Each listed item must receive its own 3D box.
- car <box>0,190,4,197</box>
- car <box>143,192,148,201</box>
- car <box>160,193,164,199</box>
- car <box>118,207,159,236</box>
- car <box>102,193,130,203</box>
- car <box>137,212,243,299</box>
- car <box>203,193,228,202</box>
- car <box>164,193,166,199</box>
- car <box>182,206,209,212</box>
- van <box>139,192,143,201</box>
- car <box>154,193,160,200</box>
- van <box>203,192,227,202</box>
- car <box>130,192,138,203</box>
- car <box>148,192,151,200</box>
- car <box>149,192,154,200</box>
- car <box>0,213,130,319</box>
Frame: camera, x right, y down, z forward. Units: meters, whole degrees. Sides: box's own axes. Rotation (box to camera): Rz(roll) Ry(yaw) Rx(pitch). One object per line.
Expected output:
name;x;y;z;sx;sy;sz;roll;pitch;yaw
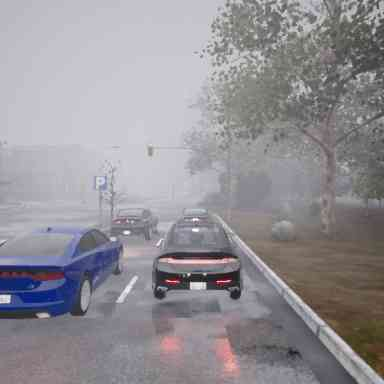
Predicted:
car;-31.141;0.137;52.659;2.002;1.452;4.674;6;-3;-19
car;-12.979;1.321;73.738;4.892;1.521;2.231;-1;0;-14
car;-10.962;1.065;88.722;5.566;2.045;2.435;-1;0;-12
car;-2.829;1.530;16.991;1.837;1.490;4.892;0;0;1
car;-14.416;1.358;61.783;4.792;1.488;2.163;-1;0;-15
car;0.115;1.503;8.494;2.128;1.511;4.902;0;0;0
car;4.698;1.141;67.339;4.553;1.767;2.185;1;0;-14
car;-10.539;1.316;91.701;5.008;1.535;2.097;-1;0;-12
car;0.180;1.530;17.906;1.837;1.490;4.892;0;0;0
van;-13.208;1.093;70.767;4.442;1.987;1.878;-1;0;-14
car;-11.413;1.357;85.716;4.674;1.452;2.002;-1;0;-12
van;4.313;1.042;64.369;4.442;1.987;1.878;1;0;-14
car;-13.770;1.315;64.775;5.366;1.575;1.946;-1;0;-15
car;-12.605;1.359;76.733;4.674;1.452;2.002;-1;0;-13
car;-12.231;1.359;79.734;4.674;1.452;2.002;-1;0;-13
car;-2.888;1.487;7.560;1.882;1.535;5.008;0;0;0
